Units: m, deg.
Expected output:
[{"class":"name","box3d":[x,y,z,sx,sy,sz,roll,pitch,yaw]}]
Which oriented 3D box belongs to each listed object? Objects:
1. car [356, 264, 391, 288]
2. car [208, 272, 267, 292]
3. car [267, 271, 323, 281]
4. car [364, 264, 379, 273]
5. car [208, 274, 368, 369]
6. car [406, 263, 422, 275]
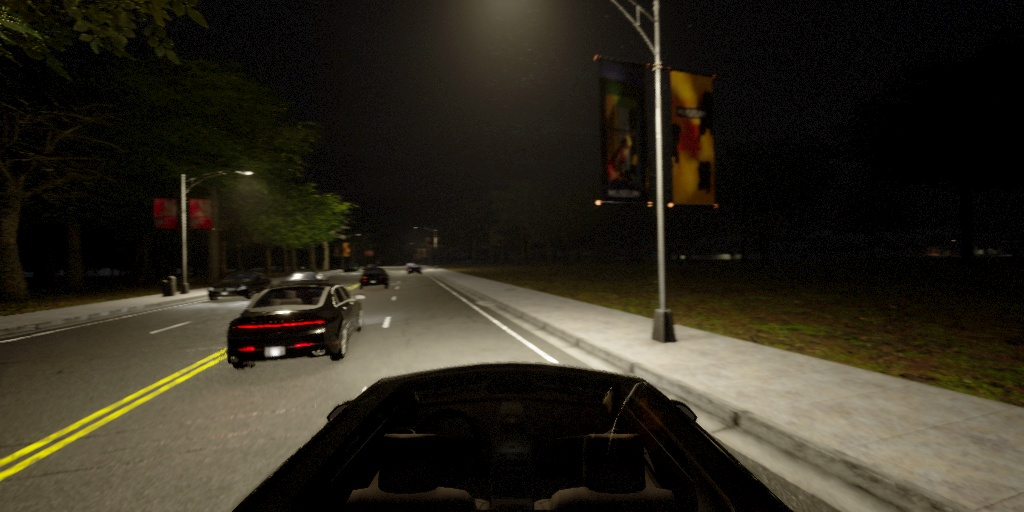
[{"class":"car","box3d":[-9.944,1.576,26.180,1.812,1.442,4.674,-1,0,-17]},{"class":"car","box3d":[-15.214,1.653,20.390,1.812,1.442,4.674,-1,0,-16]},{"class":"car","box3d":[-11.974,1.612,20.887,2.033,1.411,5.357,-1,0,-17]},{"class":"car","box3d":[-23.617,2.091,60.459,1.994,1.385,4.181,-1,0,-16]},{"class":"car","box3d":[-4.652,1.369,8.317,1.837,1.490,4.892,-1,0,-17]},{"class":"car","box3d":[-13.383,1.845,49.222,1.895,1.301,4.718,-1,0,-17]}]
